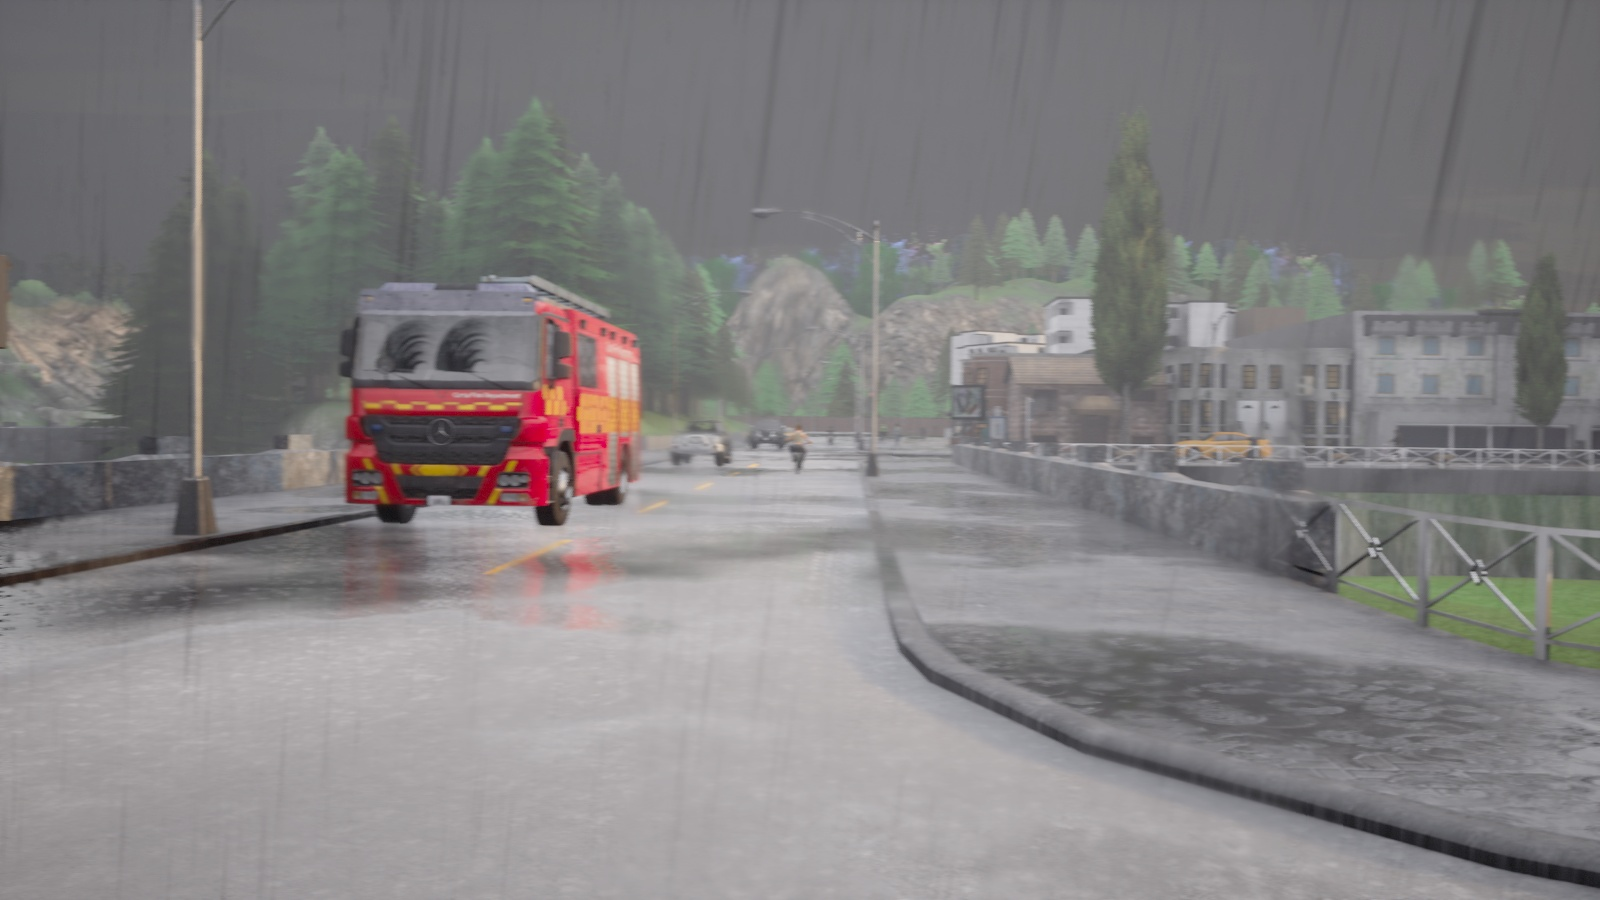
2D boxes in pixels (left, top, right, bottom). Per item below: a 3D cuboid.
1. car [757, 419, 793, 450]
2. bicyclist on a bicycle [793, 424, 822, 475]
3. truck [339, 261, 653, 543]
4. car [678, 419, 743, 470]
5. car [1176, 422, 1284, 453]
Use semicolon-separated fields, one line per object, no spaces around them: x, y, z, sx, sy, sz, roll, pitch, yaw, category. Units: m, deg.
-1.662;-1.082;86.589;2.150;2.045;5.566;-1;1;2;car
0.243;-0.028;40.735;0.866;1.612;1.509;-1;1;3;bicyclist on a bicycle
-4.660;-0.721;21.418;2.891;3.827;8.468;-1;1;3;truck
-3.409;-0.257;48.492;1.932;1.855;4.605;-1;1;3;car
22.449;-0.669;65.674;5.008;1.535;1.882;-1;1;3;car
